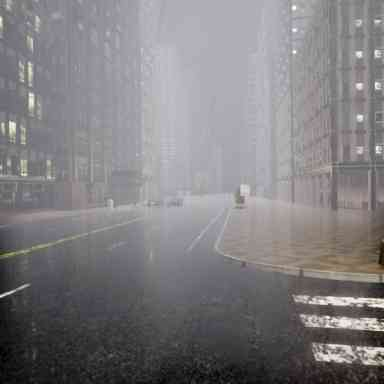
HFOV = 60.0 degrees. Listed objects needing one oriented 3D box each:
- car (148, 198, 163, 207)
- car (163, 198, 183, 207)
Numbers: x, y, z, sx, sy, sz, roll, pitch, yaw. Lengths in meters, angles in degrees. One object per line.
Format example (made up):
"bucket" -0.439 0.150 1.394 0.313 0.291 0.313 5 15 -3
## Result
"car" -5.867 1.666 54.401 2.128 1.511 4.902 -1 0 8
"car" -2.647 1.678 53.956 2.033 1.411 5.357 -1 0 8
